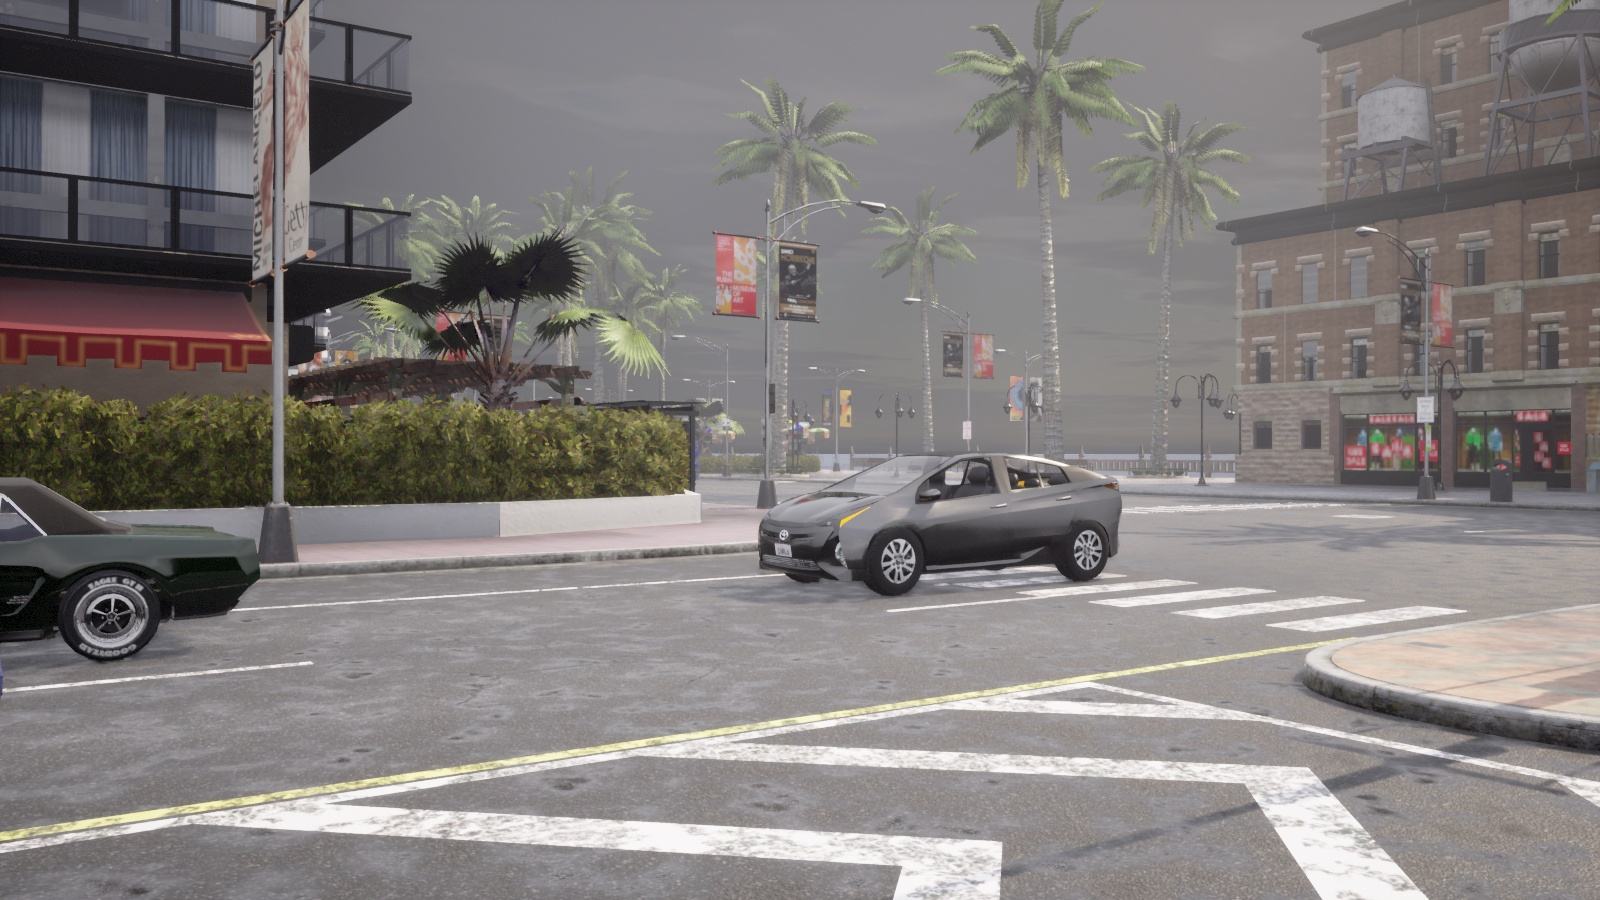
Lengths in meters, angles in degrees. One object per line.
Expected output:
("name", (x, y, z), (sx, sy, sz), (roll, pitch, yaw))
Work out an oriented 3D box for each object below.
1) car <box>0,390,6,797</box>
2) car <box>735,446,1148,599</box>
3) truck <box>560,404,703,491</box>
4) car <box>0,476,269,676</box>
("car", (-5.925, 0.628, 5.020), (4.553, 1.767, 2.097), (0, 0, -35))
("car", (1.705, 0.724, 14.580), (4.514, 1.525, 2.007), (0, 0, -33))
("truck", (-7.454, -0.088, 54.518), (2.891, 3.462, 7.936), (0, 0, -34))
("car", (-6.481, 0.881, 8.894), (4.718, 1.301, 1.895), (0, 0, -35))
